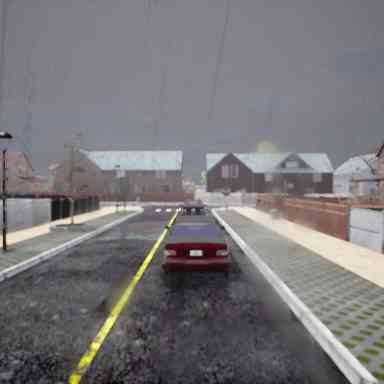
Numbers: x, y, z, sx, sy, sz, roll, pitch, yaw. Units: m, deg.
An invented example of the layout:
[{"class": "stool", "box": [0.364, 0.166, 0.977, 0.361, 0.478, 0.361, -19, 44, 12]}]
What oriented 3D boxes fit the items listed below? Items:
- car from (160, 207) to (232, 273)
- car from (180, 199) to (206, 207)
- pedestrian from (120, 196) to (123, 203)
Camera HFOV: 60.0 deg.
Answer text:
[{"class": "car", "box": [0.096, 1.419, 10.167, 2.033, 1.411, 5.357, 0, 1, 0]}, {"class": "car", "box": [0.093, 1.234, 24.988, 2.033, 1.411, 5.357, 0, 1, 0]}, {"class": "pedestrian", "box": [-9.362, 0.506, 43.924, 0.375, 1.860, 0.375, 0, 0, 1]}]
